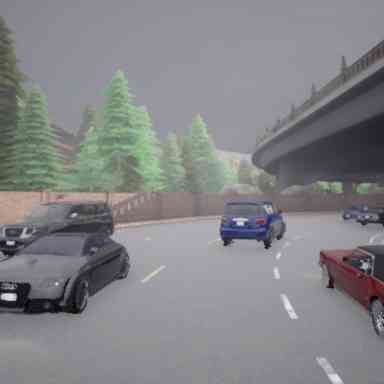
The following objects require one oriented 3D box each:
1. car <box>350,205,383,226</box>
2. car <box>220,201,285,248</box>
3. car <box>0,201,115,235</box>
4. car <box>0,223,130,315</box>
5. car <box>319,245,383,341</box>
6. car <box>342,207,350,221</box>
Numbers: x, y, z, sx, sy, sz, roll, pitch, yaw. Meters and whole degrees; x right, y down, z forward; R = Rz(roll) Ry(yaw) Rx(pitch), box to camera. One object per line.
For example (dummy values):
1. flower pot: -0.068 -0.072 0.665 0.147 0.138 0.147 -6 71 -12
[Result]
1. car: 14.607 1.870 25.403 5.357 1.411 2.033 1 -1 -37
2. car: 3.078 1.427 16.202 2.150 2.045 5.566 -1 -1 24
3. car: -5.320 1.398 13.860 2.150 2.045 5.566 -1 -1 17
4. car: -2.932 1.664 7.769 1.994 1.385 4.181 0 -1 8
5. car: 3.982 1.684 6.470 1.895 1.301 4.718 0 -1 6
6. car: 15.373 1.905 29.900 4.674 1.442 1.812 0 -1 -33
